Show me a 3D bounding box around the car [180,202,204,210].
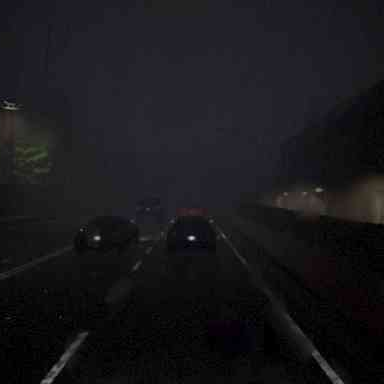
[{"bbox_3d":[0.008,1.622,29.083,2.097,1.767,4.553,0,-1,0],"label":"car"}]

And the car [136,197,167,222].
[{"bbox_3d":[-3.498,1.488,29.007,2.150,2.045,5.566,0,0,0],"label":"car"}]

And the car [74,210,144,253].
[{"bbox_3d":[-3.500,1.699,14.322,1.994,1.385,4.181,0,0,0],"label":"car"}]

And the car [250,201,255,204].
[{"bbox_3d":[15.433,2.299,75.418,4.718,1.301,1.895,0,-1,-29],"label":"car"}]

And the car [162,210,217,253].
[{"bbox_3d":[0.000,1.699,14.323,1.994,1.385,4.181,0,0,0],"label":"car"}]

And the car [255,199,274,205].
[{"bbox_3d":[16.749,2.198,72.133,4.902,1.511,2.128,0,-1,-32],"label":"car"}]
